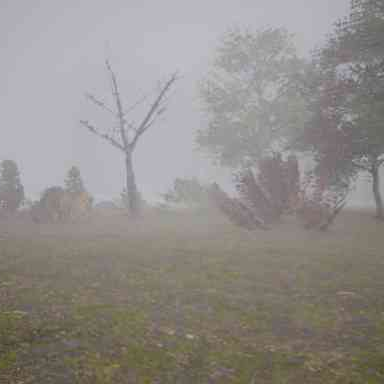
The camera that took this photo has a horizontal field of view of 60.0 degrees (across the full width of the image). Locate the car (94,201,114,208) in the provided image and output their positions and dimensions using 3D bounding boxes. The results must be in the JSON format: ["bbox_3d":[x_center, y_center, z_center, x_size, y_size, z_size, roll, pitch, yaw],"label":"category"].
[{"bbox_3d":[-18.013,2.521,68.328,1.882,1.535,5.008,-2,-2,31],"label":"car"}]
